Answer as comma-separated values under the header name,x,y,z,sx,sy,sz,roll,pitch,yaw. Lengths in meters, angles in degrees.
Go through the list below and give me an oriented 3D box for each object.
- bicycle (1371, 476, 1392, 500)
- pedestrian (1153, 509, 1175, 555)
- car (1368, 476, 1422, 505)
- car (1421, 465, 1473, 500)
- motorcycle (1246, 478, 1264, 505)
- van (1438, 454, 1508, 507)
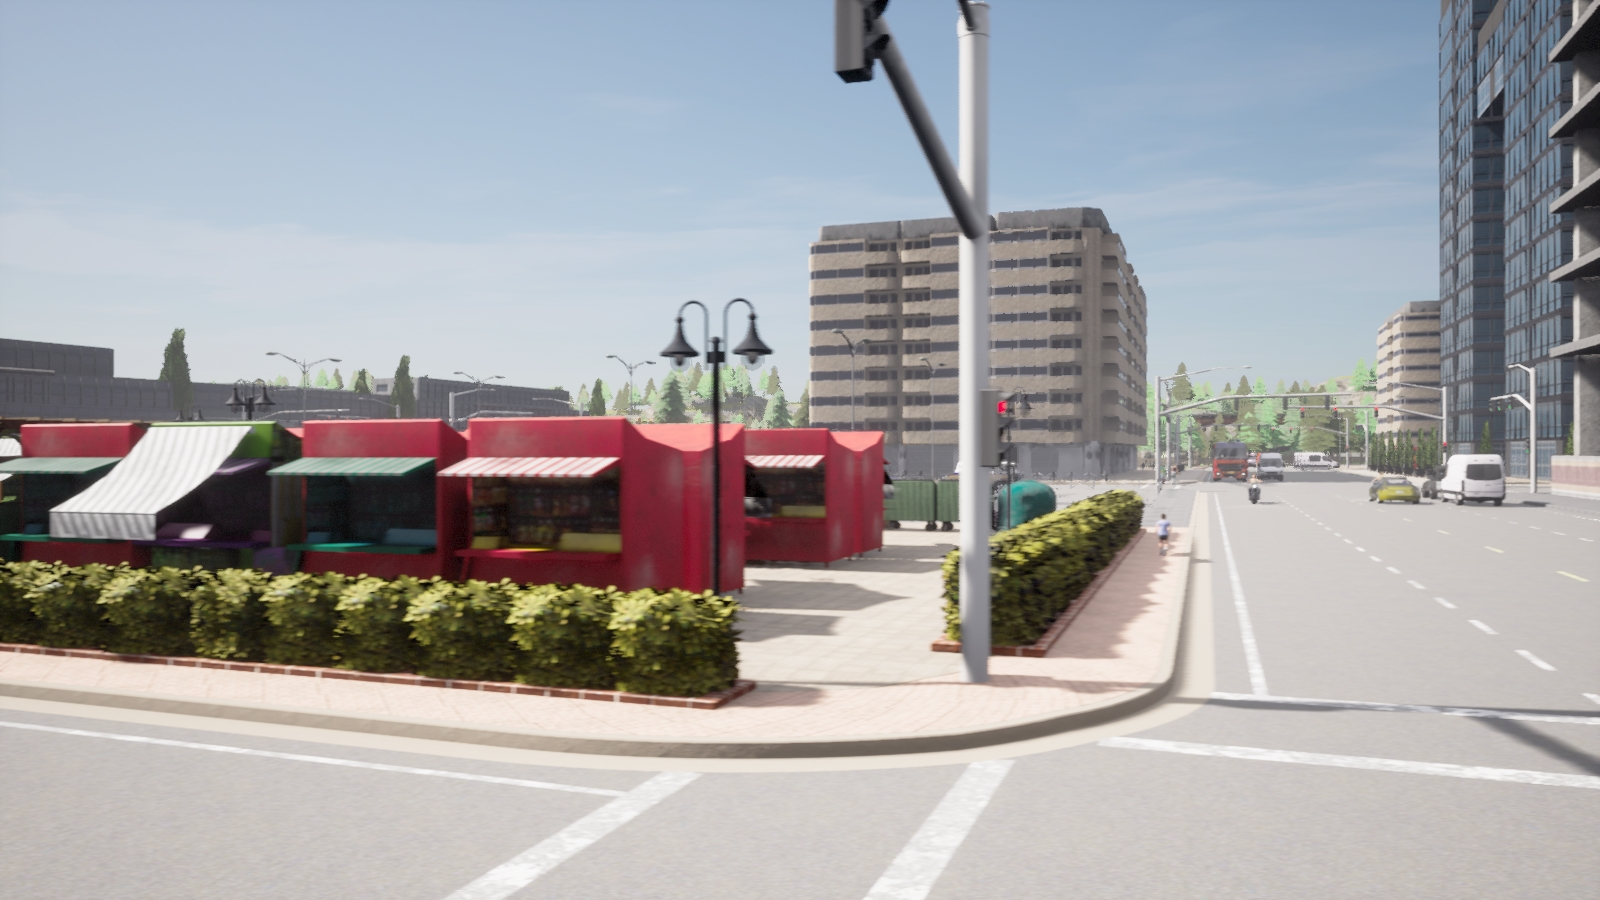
name,x,y,z,sx,sy,sz,roll,pitch,yaw
bicycle,32.987,2.144,64.848,0.859,1.276,1.487,0,0,19
pedestrian,9.101,2.049,28.597,0.500,1.100,0.500,0,0,20
car,31.382,2.101,60.366,1.994,1.385,4.181,0,0,20
car,36.785,1.838,65.059,1.905,1.878,3.866,0,0,19
motorcycle,23.481,2.148,59.030,0.764,1.307,2.356,0,0,19
van,34.543,1.510,58.786,1.988,2.561,5.915,0,0,20
